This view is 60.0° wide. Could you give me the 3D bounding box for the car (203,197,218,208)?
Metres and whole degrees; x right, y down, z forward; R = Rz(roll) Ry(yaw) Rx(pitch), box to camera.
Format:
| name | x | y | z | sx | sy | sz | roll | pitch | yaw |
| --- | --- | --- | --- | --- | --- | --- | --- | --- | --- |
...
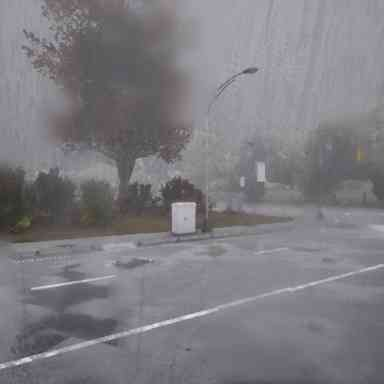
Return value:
| name | x | y | z | sx | sy | sz | roll | pitch | yaw |
| --- | --- | --- | --- | --- | --- | --- | --- | --- | --- |
| car | 1.427 | 1.456 | 47.691 | 2.033 | 1.411 | 5.357 | 0 | 0 | -33 |
